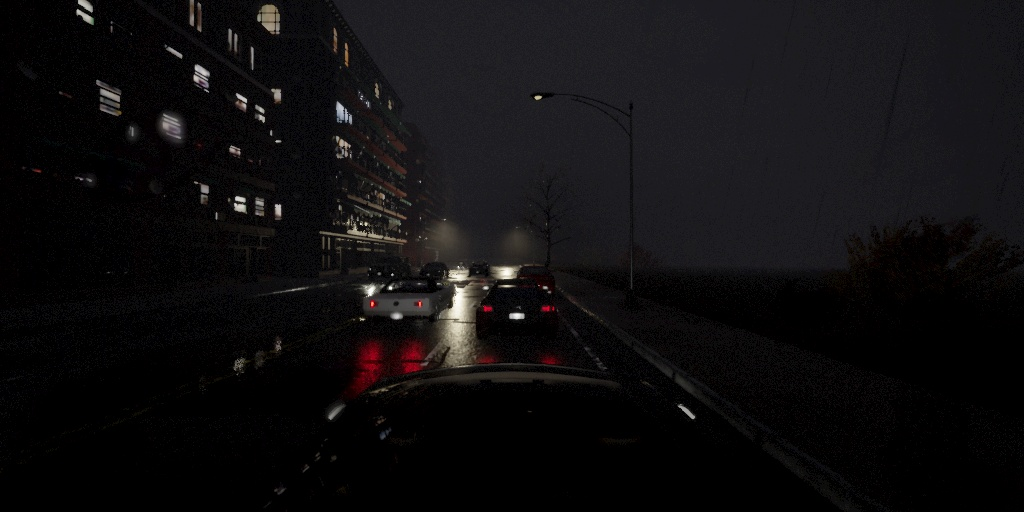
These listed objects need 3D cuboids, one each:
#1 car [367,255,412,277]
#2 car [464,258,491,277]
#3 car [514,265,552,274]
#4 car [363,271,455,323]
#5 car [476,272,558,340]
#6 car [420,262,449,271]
[{"bbox_3d":[-9.837,0.974,29.350,2.150,2.045,5.566,0,0,0],"label":"car"},{"bbox_3d":[-3.134,1.245,35.229,2.128,1.511,4.902,0,0,0],"label":"car"},{"bbox_3d":[1.145,1.230,18.945,1.882,1.535,5.008,0,0,0],"label":"car"},{"bbox_3d":[-3.147,1.352,12.043,1.895,1.301,4.718,0,0,0],"label":"car"},{"bbox_3d":[0.105,1.315,10.024,1.994,1.385,4.181,0,0,0],"label":"car"},{"bbox_3d":[-6.587,1.257,30.620,1.837,1.490,4.892,0,0,0],"label":"car"}]
